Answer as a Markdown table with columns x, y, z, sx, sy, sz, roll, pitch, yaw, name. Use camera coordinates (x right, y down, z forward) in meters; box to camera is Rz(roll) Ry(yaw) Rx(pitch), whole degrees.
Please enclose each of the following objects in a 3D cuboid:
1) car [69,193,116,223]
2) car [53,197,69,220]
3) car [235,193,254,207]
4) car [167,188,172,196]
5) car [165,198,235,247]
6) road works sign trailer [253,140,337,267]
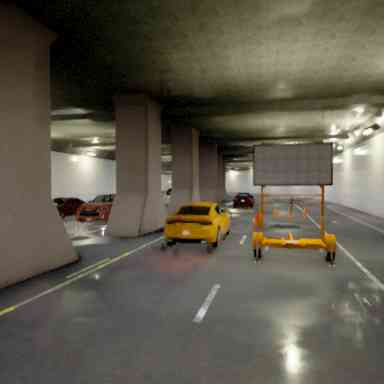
| x | y | z | sx | sy | sz | roll | pitch | yaw | name |
| --- | --- | --- | --- | --- | --- | --- | --- | --- | --- |
| -5.245 | 0.892 | 20.762 | 2.097 | 1.767 | 4.553 | 0 | 1 | 14 | car |
| -8.537 | 1.048 | 22.016 | 1.812 | 1.442 | 4.674 | 0 | 1 | 14 | car |
| 5.313 | 0.768 | 33.937 | 1.994 | 1.385 | 4.181 | 0 | 1 | 12 | car |
| -3.823 | 0.050 | 64.026 | 1.837 | 1.490 | 4.892 | 0 | 1 | -6 | car |
| 0.399 | 1.163 | 13.561 | 1.882 | 1.535 | 5.008 | 0 | 1 | 14 | car |
| 3.164 | 0.209 | 10.577 | 2.380 | 3.560 | 2.880 | 0 | 1 | 14 | road works sign trailer |
